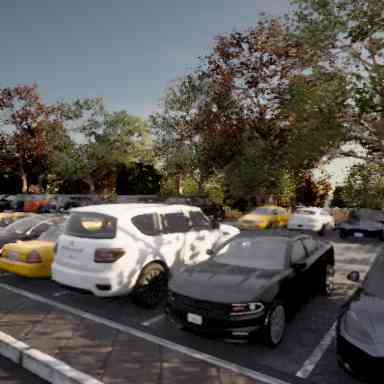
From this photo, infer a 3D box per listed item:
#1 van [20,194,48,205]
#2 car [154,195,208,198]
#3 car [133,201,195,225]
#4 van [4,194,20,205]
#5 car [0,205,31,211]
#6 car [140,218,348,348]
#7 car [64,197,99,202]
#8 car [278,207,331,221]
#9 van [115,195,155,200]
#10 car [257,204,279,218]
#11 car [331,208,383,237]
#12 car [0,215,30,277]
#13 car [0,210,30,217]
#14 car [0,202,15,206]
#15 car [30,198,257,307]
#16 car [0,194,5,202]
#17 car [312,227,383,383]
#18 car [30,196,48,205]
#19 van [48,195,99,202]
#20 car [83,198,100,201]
[{"bbox_3d":[-15.397,1.274,35.447,1.878,1.987,4.442,0,0,36],"label":"van"},{"bbox_3d":[0.240,1.264,23.992,2.435,2.045,5.566,0,0,36],"label":"car"},{"bbox_3d":[-2.036,1.531,25.573,2.163,1.488,4.792,0,0,36],"label":"car"},{"bbox_3d":[-17.776,1.285,36.885,1.878,1.987,4.442,0,0,36],"label":"van"},{"bbox_3d":[-7.594,1.520,13.251,1.946,1.575,5.366,0,0,36],"label":"car"},{"bbox_3d":[1.505,1.579,6.884,2.097,1.535,5.008,0,0,36],"label":"car"},{"bbox_3d":[-8.724,1.509,30.497,2.163,1.488,4.792,0,0,36],"label":"car"},{"bbox_3d":[6.946,1.598,19.087,2.002,1.452,4.674,0,0,36],"label":"car"},{"bbox_3d":[-4.293,1.263,27.389,1.878,1.987,4.442,0,0,36],"label":"van"},{"bbox_3d":[4.596,1.541,20.566,1.946,1.575,5.366,0,0,36],"label":"car"},{"bbox_3d":[9.172,1.602,17.438,2.163,1.488,4.792,0,0,36],"label":"car"},{"bbox_3d":[-2.883,1.548,10.291,1.946,1.575,5.366,0,0,36],"label":"car"},{"bbox_3d":[-5.235,1.538,11.776,2.231,1.521,4.892,0,0,36],"label":"car"},{"bbox_3d":[-12.186,1.493,16.583,1.946,1.575,5.366,0,0,36],"label":"car"},{"bbox_3d":[-0.727,1.314,8.532,2.435,2.045,5.566,0,0,36],"label":"car"},{"bbox_3d":[-19.966,1.269,38.583,2.435,2.045,5.566,0,0,36],"label":"car"},{"bbox_3d":[3.732,1.623,5.226,2.163,1.488,4.792,0,0,36],"label":"car"},{"bbox_3d":[-13.220,1.490,33.730,2.097,1.535,5.008,0,0,36],"label":"car"},{"bbox_3d":[-11.032,1.257,32.002,1.878,1.987,4.442,0,0,36],"label":"van"},{"bbox_3d":[-6.588,1.511,28.946,2.163,1.488,4.792,0,0,36],"label":"car"}]
